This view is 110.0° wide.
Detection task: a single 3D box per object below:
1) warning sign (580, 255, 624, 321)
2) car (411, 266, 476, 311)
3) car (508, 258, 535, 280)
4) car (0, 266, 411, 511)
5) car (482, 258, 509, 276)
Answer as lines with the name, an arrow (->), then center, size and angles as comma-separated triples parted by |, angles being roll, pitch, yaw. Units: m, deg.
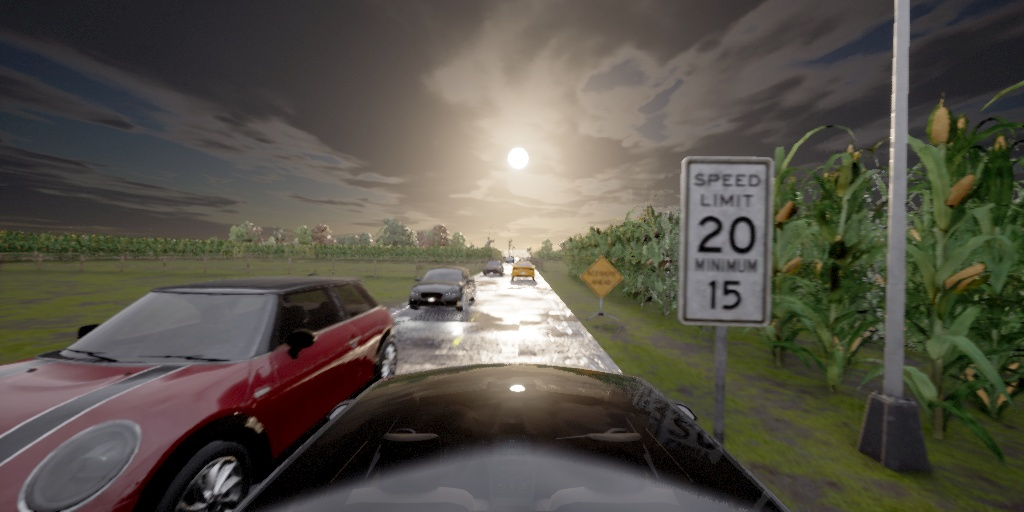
warning sign -> 2.650, 0.911, 10.757 | 1.300, 1.860, 1.060 | 0, 0, 2
car -> -2.532, 1.175, 14.040 | 1.837, 1.490, 4.892 | 1, 0, 2
car -> 0.957, 1.193, 30.539 | 1.882, 1.535, 5.008 | 1, 0, 2
car -> -2.866, 1.032, 3.698 | 2.097, 1.767, 4.553 | 1, 0, 2
car -> -1.761, 1.189, 35.622 | 2.033, 1.411, 5.357 | 1, 0, 2
